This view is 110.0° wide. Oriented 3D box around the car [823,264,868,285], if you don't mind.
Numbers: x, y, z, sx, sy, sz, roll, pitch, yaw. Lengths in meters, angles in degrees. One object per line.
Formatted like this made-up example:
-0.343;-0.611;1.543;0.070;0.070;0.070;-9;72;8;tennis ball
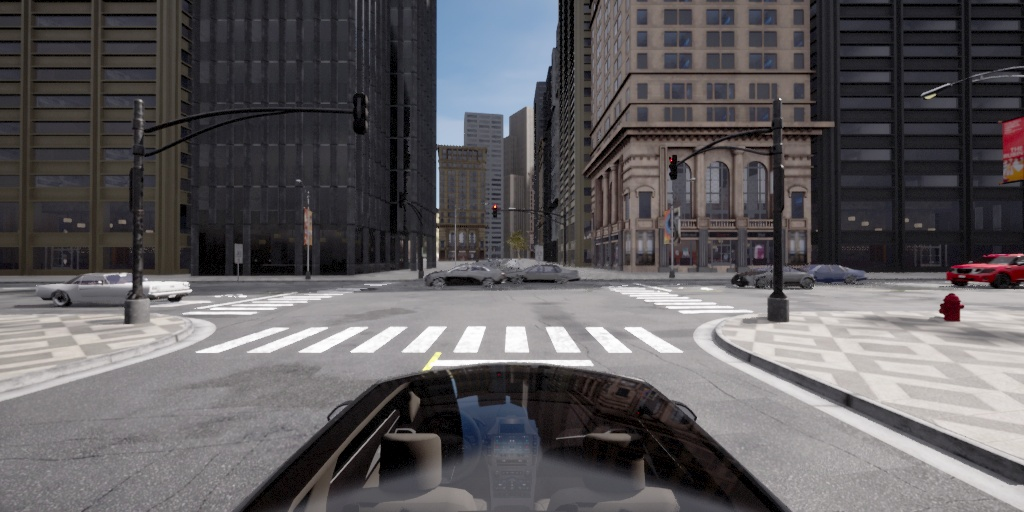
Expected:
21.395;1.264;24.956;5.357;1.411;2.033;0;0;0;car

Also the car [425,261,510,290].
-2.750;1.238;21.676;4.902;1.511;2.128;0;0;0;car

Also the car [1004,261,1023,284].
38.024;1.156;24.958;5.008;1.535;1.882;0;0;0;car

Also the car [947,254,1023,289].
30.023;0.896;21.716;5.566;2.045;2.150;0;0;0;car

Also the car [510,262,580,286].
1.996;1.310;24.934;5.357;1.411;2.033;0;0;0;car

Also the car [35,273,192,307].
-16.379;1.364;14.964;4.718;1.301;1.895;0;0;0;car

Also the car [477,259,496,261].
-3.058;1.140;37.598;2.097;1.767;4.553;0;0;0;car

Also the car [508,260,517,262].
0.115;1.358;57.193;1.812;1.442;4.674;0;0;0;car

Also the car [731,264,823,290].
15.728;1.271;21.702;4.181;1.385;1.994;0;0;0;car
